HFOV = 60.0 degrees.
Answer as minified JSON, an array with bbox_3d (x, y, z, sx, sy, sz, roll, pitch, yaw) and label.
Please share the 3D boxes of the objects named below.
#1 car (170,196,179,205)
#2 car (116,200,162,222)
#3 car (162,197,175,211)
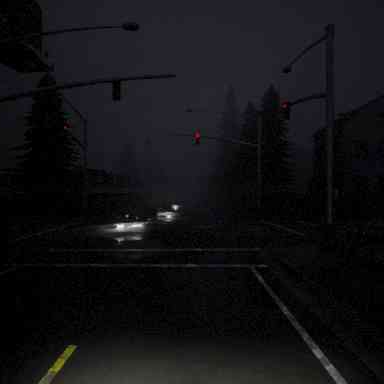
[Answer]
[{"bbox_3d":[-3.333,1.494,59.185,2.128,1.511,4.902,0,0,0],"label":"car"},{"bbox_3d":[-4.079,1.525,25.245,1.994,1.385,4.181,-1,-1,13],"label":"car"},{"bbox_3d":[-3.481,1.601,39.970,1.895,1.301,4.718,0,0,0],"label":"car"}]
